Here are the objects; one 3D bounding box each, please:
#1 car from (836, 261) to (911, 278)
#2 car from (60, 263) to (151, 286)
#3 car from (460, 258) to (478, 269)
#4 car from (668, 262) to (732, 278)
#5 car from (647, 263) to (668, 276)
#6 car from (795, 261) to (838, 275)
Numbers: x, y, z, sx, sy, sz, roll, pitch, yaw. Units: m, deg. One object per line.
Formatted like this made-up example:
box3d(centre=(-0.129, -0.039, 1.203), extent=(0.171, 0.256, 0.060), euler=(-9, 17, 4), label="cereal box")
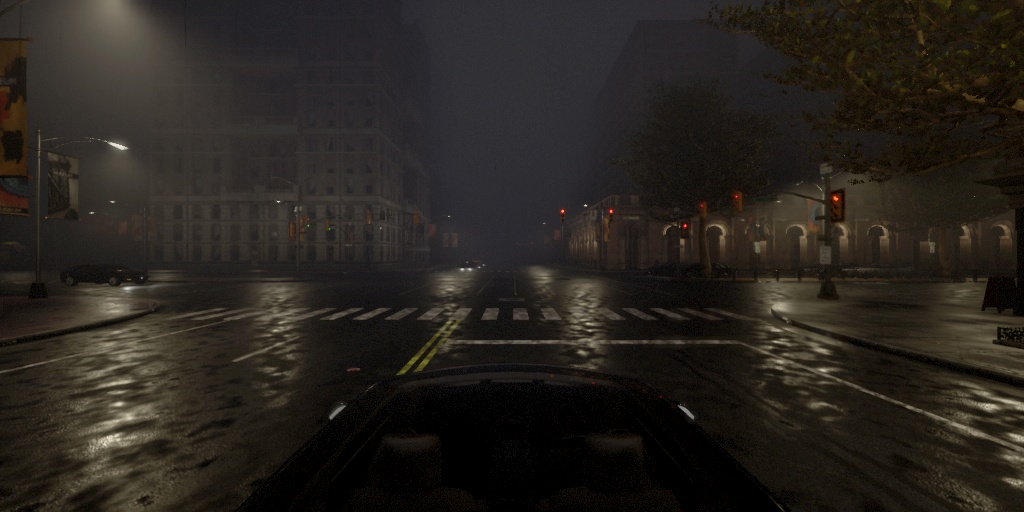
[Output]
box3d(centre=(32.694, 1.350, 32.384), extent=(4.718, 1.301, 1.895), euler=(0, 0, 0), label="car")
box3d(centre=(-27.649, 1.254, 24.442), extent=(4.892, 1.490, 1.837), euler=(0, 0, 0), label="car")
box3d(centre=(-7.152, 1.312, 58.088), extent=(1.994, 1.385, 4.181), euler=(0, 0, 0), label="car")
box3d(centre=(17.174, 1.254, 32.449), extent=(4.892, 1.490, 1.837), euler=(0, 0, 0), label="car")
box3d(centre=(16.556, 1.296, 36.095), extent=(5.357, 1.411, 2.033), euler=(0, 0, 2), label="car")
box3d(centre=(31.925, 1.240, 35.886), extent=(4.902, 1.511, 2.128), euler=(0, 0, 0), label="car")
